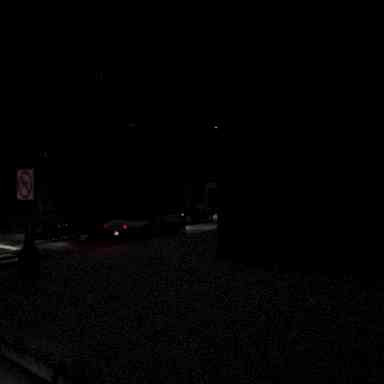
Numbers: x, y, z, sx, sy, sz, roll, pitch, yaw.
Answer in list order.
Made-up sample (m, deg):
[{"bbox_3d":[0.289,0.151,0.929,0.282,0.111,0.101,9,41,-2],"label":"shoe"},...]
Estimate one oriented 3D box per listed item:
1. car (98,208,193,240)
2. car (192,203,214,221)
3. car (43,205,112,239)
[{"bbox_3d":[-2.223,1.630,17.239,1.895,1.301,4.718,0,0,36],"label":"car"},{"bbox_3d":[-0.045,1.582,25.417,1.812,1.442,4.674,0,0,35],"label":"car"},{"bbox_3d":[-5.424,1.516,17.866,1.882,1.535,5.008,0,0,35],"label":"car"}]
